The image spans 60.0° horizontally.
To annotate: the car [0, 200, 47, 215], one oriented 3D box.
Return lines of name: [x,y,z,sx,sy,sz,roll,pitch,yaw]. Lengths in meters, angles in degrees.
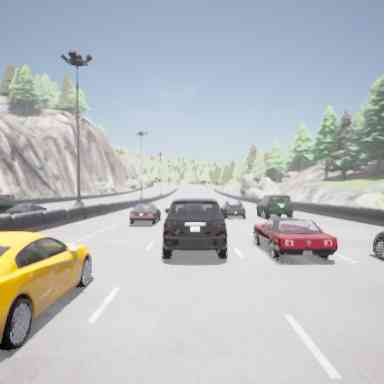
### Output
car: [-14.103,1.583,28.455,1.994,1.385,4.181,0,0,0]

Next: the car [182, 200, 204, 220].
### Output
car: [0.092,1.525,29.749,1.837,1.490,4.892,0,0,0]

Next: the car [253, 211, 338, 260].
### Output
car: [3.597,1.609,12.531,1.895,1.301,4.718,0,0,0]

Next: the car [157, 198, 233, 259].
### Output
car: [0.096,1.230,12.842,2.150,2.045,5.566,0,0,0]

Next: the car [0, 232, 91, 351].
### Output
car: [-3.402,1.482,6.227,1.882,1.535,5.008,0,0,0]

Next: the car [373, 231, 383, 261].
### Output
car: [7.097,1.511,9.408,1.837,1.490,4.892,0,0,0]

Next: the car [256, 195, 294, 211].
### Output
car: [7.092,1.241,28.897,2.150,2.045,5.566,0,0,0]

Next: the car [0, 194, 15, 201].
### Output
car: [-17.604,1.242,29.290,2.150,2.045,5.566,0,0,0]

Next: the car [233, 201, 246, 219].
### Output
car: [3.592,1.511,29.626,2.128,1.511,4.902,0,0,0]

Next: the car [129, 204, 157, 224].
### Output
car: [-3.407,1.564,24.751,2.033,1.411,5.357,0,0,0]
